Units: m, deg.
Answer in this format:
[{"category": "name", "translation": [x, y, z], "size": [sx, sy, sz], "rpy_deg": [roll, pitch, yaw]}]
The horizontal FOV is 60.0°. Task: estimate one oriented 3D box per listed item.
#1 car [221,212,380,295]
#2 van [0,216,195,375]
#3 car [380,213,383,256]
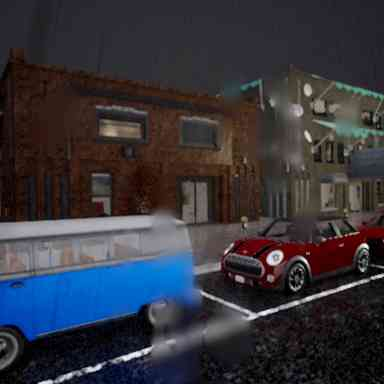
[{"category": "car", "translation": [2.666, 1.361, 8.450], "size": [4.097, 1.590, 1.967], "rpy_deg": [-1, 0, -35]}, {"category": "van", "translation": [-1.859, 1.325, 5.237], "size": [3.998, 1.788, 1.690], "rpy_deg": [-1, 0, -35]}, {"category": "car", "translation": [7.191, 1.402, 11.663], "size": [4.507, 1.381, 1.887], "rpy_deg": [-1, 0, -35]}]
